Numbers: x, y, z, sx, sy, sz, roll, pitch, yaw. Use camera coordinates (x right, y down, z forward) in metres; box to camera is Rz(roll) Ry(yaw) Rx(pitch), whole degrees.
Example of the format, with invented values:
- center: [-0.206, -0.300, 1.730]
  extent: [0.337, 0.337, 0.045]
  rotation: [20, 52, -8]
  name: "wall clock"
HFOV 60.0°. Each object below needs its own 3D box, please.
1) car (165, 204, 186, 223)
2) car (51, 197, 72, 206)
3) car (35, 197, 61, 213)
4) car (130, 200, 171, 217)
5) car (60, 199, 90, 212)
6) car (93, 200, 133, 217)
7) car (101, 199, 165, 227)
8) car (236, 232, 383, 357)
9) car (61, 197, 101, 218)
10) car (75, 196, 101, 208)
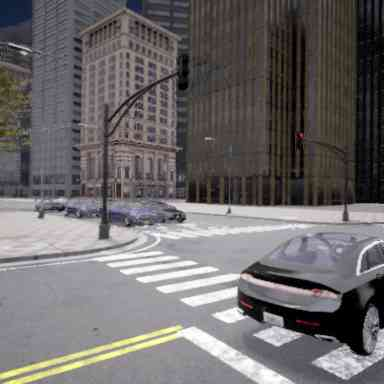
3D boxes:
- center: [-2.261, 1.633, 25.826]
  extent: [1.994, 1.385, 4.181]
  rotation: [1, -1, -38]
  name: "car"
- center: [-23.475, 1.663, 59.950]
  extent: [1.812, 1.442, 4.674]
  rotation: [1, -1, -45]
  name: "car"
- center: [-16.109, 1.564, 37.468]
  extent: [1.994, 1.385, 4.181]
  rotation: [1, -1, -42]
  name: "car"
- center: [-4.357, 1.627, 33.978]
  extent: [1.837, 1.490, 4.892]
  rotation: [2, -1, -39]
  name: "car"
- center: [-14.228, 1.617, 40.266]
  extent: [1.994, 1.385, 4.181]
  rotation: [1, -1, -41]
  name: "car"
- center: [-7.843, 1.568, 32.765]
  extent: [1.837, 1.490, 4.892]
  rotation: [1, -1, -40]
  name: "car"
- center: [-4.188, 1.367, 22.986]
  extent: [2.097, 1.767, 4.553]
  rotation: [1, -1, -37]
  name: "car"
- center: [2.842, 1.505, 6.177]
  extent: [4.902, 1.511, 2.128]
  rotation: [0, 0, -44]
  name: "car"
- center: [-9.701, 1.362, 29.901]
  extent: [2.097, 1.767, 4.553]
  rotation: [1, -1, -39]
  name: "car"
- center: [-16.514, 1.503, 52.766]
  extent: [2.097, 1.767, 4.553]
  rotation: [1, -1, -43]
  name: "car"
